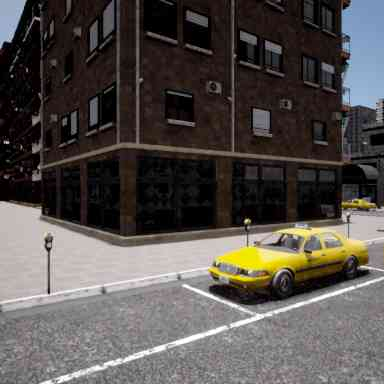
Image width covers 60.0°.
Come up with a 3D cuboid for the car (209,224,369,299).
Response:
[{"bbox_3d":[2.638,1.525,8.454,4.829,1.417,1.752,0,0,-36],"label":"car"}]

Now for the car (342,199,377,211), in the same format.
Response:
[{"bbox_3d":[19.289,1.469,39.688,1.752,1.417,4.829,0,0,-35],"label":"car"}]
